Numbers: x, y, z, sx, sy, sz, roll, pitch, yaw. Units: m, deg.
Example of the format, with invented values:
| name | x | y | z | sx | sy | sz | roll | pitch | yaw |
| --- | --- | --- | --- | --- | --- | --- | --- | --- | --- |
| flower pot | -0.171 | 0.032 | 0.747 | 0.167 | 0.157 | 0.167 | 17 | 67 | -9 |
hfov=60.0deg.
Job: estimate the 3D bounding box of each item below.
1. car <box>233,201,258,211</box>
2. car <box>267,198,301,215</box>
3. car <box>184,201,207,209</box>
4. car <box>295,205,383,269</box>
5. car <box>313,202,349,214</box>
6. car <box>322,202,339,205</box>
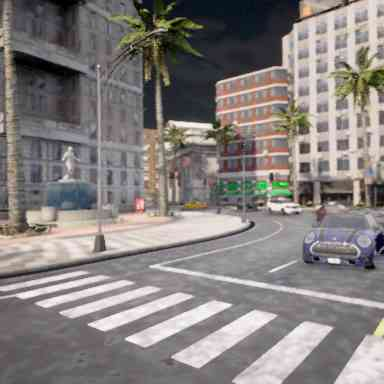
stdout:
| name | x | y | z | sx | sy | sz | roll | pitch | yaw |
| --- | --- | --- | --- | --- | --- | --- | --- | --- | --- |
| car | 8.884 | 2.338 | 55.500 | 1.837 | 1.490 | 4.892 | 0 | -2 | -32 |
| car | 11.399 | 1.793 | 41.590 | 2.150 | 2.045 | 5.566 | 0 | -1 | -15 |
| car | 0.537 | 2.569 | 65.253 | 5.008 | 1.535 | 1.882 | -1 | -1 | 39 |
| car | 5.529 | 1.495 | 11.873 | 2.097 | 1.767 | 4.553 | -1 | -1 | 35 |
| car | 18.020 | 2.056 | 43.426 | 1.812 | 1.442 | 4.674 | 0 | -1 | -15 |
| car | 12.405 | 1.889 | 29.650 | 1.812 | 1.442 | 4.674 | -1 | -1 | 3 |
